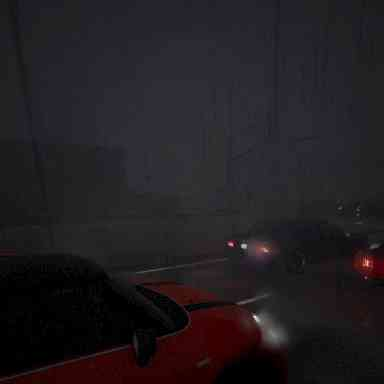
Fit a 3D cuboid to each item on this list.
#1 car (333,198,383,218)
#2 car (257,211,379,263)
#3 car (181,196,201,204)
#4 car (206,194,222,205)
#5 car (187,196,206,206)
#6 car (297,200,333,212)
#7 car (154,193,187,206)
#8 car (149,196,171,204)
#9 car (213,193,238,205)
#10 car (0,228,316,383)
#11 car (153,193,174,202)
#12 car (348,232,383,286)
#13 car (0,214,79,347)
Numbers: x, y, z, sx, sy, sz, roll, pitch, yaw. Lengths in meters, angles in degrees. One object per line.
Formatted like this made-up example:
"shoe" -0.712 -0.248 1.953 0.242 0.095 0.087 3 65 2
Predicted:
"car" 14.496 1.352 28.447 4.553 1.767 2.097 0 0 -35
"car" 3.507 1.547 10.593 5.357 1.411 2.033 0 0 -35
"car" -0.220 1.564 67.440 1.994 1.385 4.181 0 0 -37
"car" 2.404 1.547 57.797 2.033 1.411 5.357 0 0 -36
"car" -0.596 1.547 55.968 2.033 1.411 5.357 0 0 -36
"car" 11.800 1.477 30.824 5.008 1.535 1.882 0 0 -35
"car" -3.628 1.221 54.183 2.150 2.045 5.566 0 0 -35
"car" -6.183 1.505 63.707 1.837 1.490 4.892 0 0 -36
"car" 5.659 1.222 59.287 2.150 2.045 5.566 0 0 -36
"car" -1.252 1.352 2.854 4.553 1.767 2.097 0 0 -35
"car" -6.500 1.225 76.123 2.150 2.045 5.566 0 0 -36
"car" 6.079 1.601 8.122 4.718 1.301 1.895 0 0 -35
"car" -4.310 1.352 4.972 4.553 1.767 2.097 0 0 -35
